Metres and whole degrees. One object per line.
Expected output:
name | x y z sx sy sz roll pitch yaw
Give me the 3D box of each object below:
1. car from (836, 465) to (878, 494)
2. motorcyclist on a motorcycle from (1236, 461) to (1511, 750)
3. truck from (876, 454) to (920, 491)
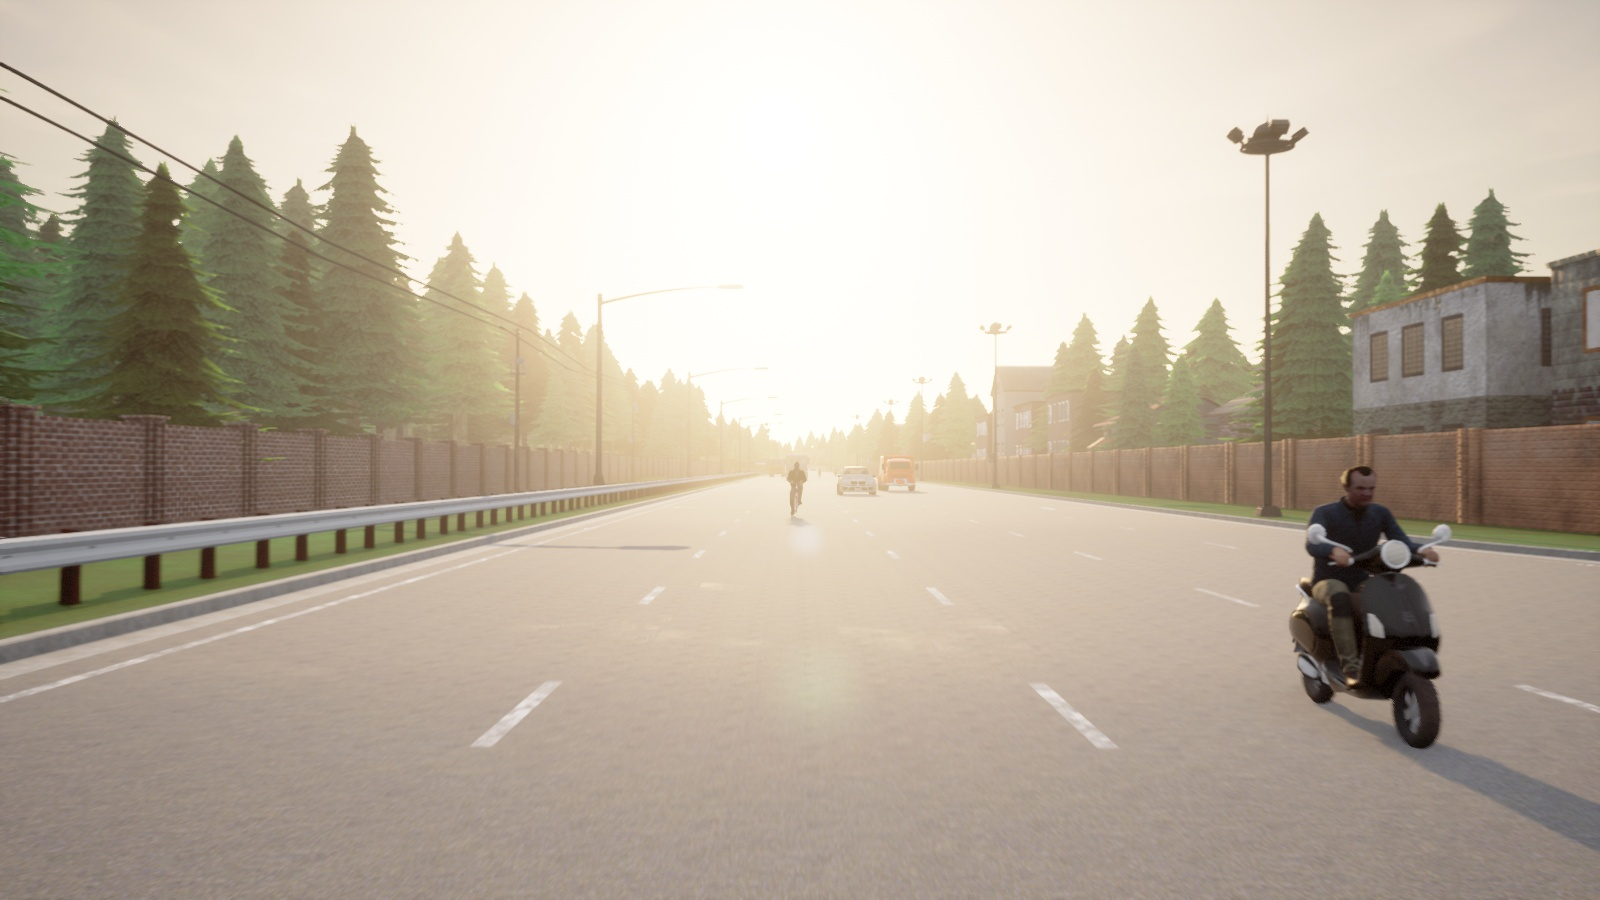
car | 3.322 1.724 74.188 2.242 1.667 4.611 0 -1 0
motorcyclist on a motorcycle | 3.481 0.865 7.841 0.866 1.590 1.817 0 -1 0
truck | 6.789 1.576 87.656 2.627 2.467 5.204 0 -1 0
